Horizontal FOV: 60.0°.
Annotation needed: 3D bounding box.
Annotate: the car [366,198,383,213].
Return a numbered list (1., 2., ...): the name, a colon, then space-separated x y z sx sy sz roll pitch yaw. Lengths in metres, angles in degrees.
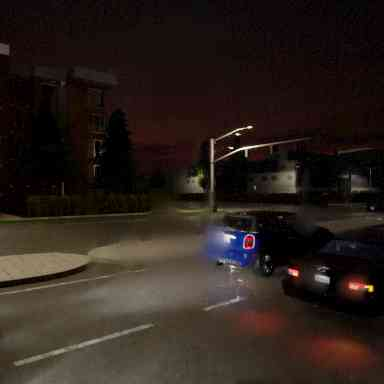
1. car: 20.944 1.491 36.741 4.902 1.511 2.128 0 0 -40

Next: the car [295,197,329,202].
1. car: 17.857 1.490 49.513 4.902 1.511 2.128 0 1 21

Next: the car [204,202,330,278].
1. car: 2.596 1.352 10.476 4.553 1.767 2.097 0 0 -38

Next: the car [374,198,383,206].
1. car: 32.108 1.600 54.932 4.718 1.301 1.895 0 0 -38

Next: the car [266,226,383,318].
1. car: 4.219 1.547 7.296 5.357 1.411 2.033 0 0 -38
